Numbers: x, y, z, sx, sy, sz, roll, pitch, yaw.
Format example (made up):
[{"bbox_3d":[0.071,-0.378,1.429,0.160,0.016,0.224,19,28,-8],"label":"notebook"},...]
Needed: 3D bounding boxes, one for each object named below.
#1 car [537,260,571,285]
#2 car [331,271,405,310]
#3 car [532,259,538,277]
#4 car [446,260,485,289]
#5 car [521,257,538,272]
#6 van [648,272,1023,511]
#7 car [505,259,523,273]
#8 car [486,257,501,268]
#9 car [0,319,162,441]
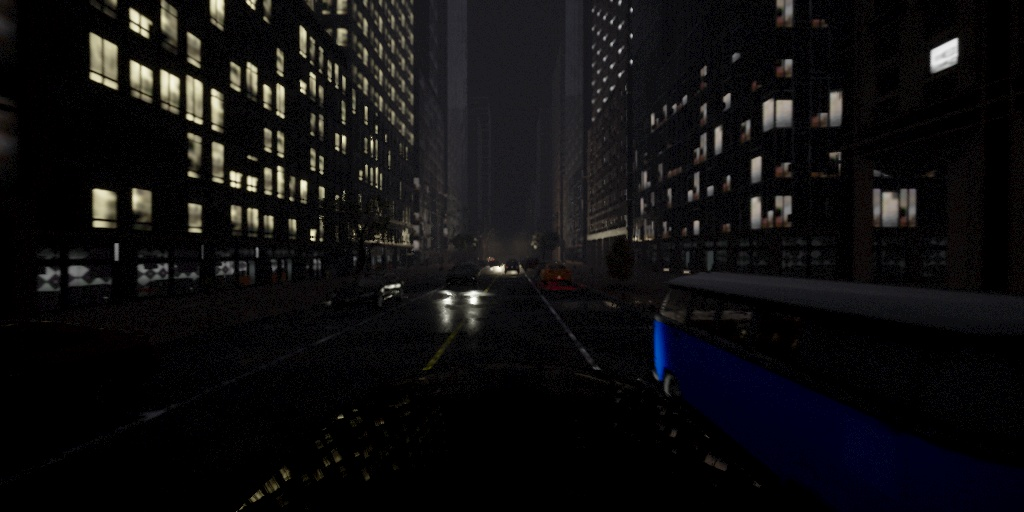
[{"bbox_3d":[3.145,1.260,26.468,1.882,1.535,5.008,0,0,0],"label":"car"},{"bbox_3d":[-5.689,1.318,14.635,2.007,1.370,4.403,0,0,0],"label":"car"},{"bbox_3d":[3.152,1.296,33.468,1.837,1.490,4.892,0,0,0],"label":"car"},{"bbox_3d":[-3.096,1.257,23.598,1.882,1.535,5.008,0,0,0],"label":"car"},{"bbox_3d":[2.697,1.126,48.736,2.192,1.841,5.009,0,0,0],"label":"car"},{"bbox_3d":[2.690,1.093,3.267,1.690,1.789,3.998,0,0,0],"label":"van"},{"bbox_3d":[0.024,1.364,44.579,2.033,1.411,5.357,0,0,0],"label":"car"},{"bbox_3d":[-3.014,1.392,64.775,1.994,1.385,4.181,0,0,1],"label":"car"},{"bbox_3d":[-5.691,1.334,3.268,1.802,1.307,4.207,0,0,0],"label":"car"}]
